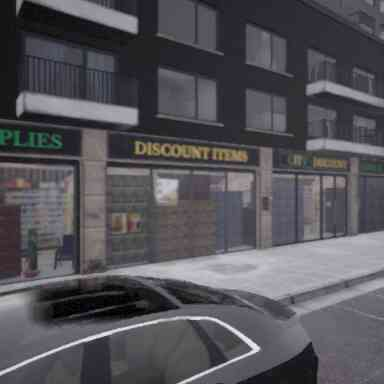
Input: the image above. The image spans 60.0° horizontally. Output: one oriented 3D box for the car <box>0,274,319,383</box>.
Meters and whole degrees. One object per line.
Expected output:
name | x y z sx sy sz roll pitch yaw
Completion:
car | -1.127 1.505 2.267 4.892 1.490 1.837 0 0 -36
